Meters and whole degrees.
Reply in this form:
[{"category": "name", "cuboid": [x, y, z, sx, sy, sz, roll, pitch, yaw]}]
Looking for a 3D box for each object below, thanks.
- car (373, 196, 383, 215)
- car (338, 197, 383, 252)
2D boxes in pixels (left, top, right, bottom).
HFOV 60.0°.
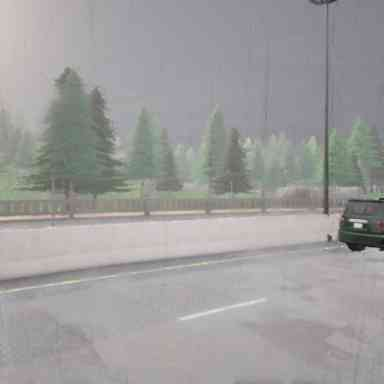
[{"category": "car", "cuboid": [20.251, 1.308, 32.233, 4.553, 1.767, 2.097, 0, 0, -16]}, {"category": "car", "cuboid": [7.894, 1.205, 12.241, 5.566, 2.045, 2.150, 0, 0, -27]}]
